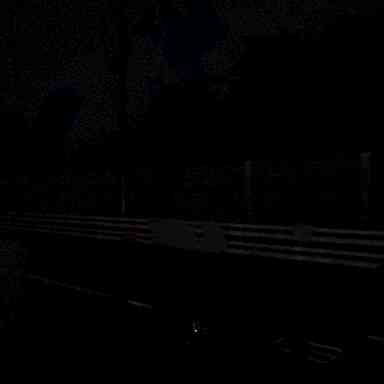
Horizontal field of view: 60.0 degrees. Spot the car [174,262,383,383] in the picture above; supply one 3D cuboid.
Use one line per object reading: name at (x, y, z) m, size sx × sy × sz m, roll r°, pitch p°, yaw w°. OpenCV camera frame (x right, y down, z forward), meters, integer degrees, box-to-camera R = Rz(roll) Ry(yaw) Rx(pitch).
car at (2.485, 1.212, 2.220) m, size 5.566 × 2.045 × 2.150 m, roll -1°, pitch -1°, yaw 35°
